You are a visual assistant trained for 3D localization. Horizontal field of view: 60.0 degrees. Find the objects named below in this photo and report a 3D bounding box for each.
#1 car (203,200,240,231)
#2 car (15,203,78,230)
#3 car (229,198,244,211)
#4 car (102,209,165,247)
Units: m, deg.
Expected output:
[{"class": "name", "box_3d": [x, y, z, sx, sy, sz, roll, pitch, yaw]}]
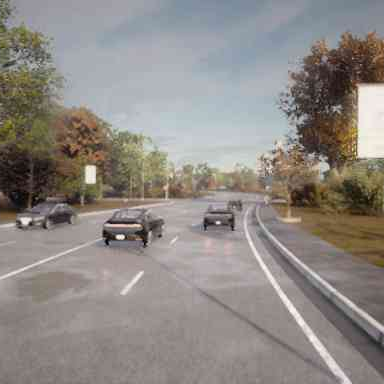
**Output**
[{"class": "car", "box_3d": [1.791, 1.506, 21.021, 2.128, 1.511, 4.902, 0, 0, 8]}, {"class": "car", "box_3d": [-8.988, 1.466, 20.970, 2.128, 1.511, 4.902, 0, 0, 8]}, {"class": "car", "box_3d": [5.391, 1.506, 41.539, 1.837, 1.490, 4.892, 0, 0, 11]}, {"class": "car", "box_3d": [-2.458, 1.488, 14.950, 2.128, 1.511, 4.902, 0, 0, 6]}]
